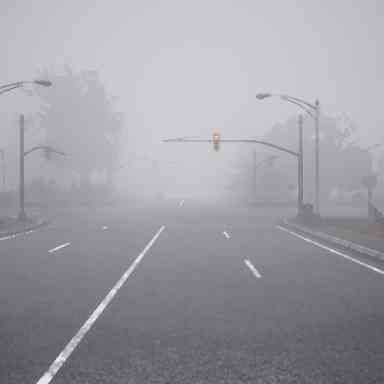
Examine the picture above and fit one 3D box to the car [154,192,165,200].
[{"bbox_3d":[-7.144,0.805,73.649,2.097,1.767,4.553,0,1,-1],"label":"car"}]
